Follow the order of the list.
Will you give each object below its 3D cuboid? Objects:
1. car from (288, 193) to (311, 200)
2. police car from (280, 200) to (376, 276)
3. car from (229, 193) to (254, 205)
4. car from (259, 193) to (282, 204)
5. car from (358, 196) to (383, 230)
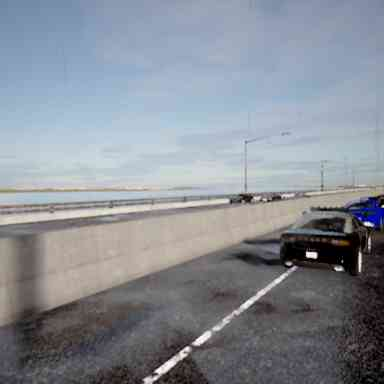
[{"bbox_3d":[14.060,0.859,43.215,2.033,1.411,5.357,0,1,33],"label":"car"},{"bbox_3d":[4.230,1.256,10.123,1.930,1.638,5.238,0,1,32],"label":"police car"},{"bbox_3d":[6.716,0.870,44.743,1.882,1.535,5.008,0,1,33],"label":"car"},{"bbox_3d":[10.514,0.841,44.166,2.128,1.511,4.902,0,1,33],"label":"car"},{"bbox_3d":[9.515,1.143,18.464,1.882,1.535,5.008,0,1,32],"label":"car"}]
